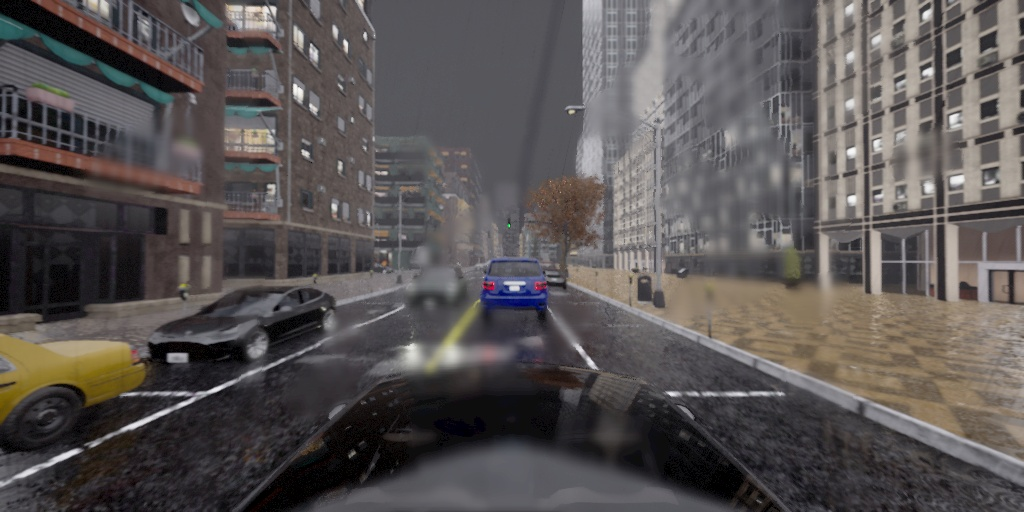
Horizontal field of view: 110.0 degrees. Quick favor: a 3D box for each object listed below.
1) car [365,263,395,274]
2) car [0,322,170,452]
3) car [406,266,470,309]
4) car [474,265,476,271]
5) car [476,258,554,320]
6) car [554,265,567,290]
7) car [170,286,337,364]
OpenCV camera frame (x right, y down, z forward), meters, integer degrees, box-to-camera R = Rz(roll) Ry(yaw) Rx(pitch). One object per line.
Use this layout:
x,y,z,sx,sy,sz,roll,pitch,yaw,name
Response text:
-16.433,1.530,43.345,4.403,1.370,2.007,0,0,-1,car
-5.690,1.286,2.589,1.751,1.417,4.829,0,0,0,car
-3.096,1.248,15.819,2.097,1.767,4.553,0,-1,0,car
-5.687,1.958,62.757,2.007,1.370,4.403,0,0,0,car
0.091,1.091,13.370,2.150,2.045,5.566,0,-1,0,car
2.692,1.558,24.848,1.948,1.339,4.313,0,0,0,car
-5.689,1.383,8.282,1.948,1.339,4.313,0,0,0,car
